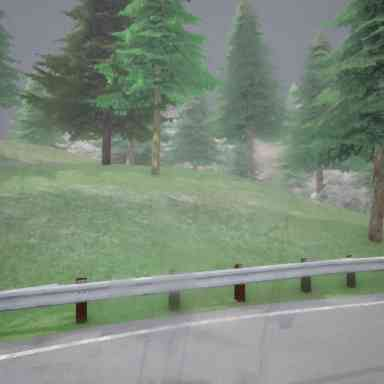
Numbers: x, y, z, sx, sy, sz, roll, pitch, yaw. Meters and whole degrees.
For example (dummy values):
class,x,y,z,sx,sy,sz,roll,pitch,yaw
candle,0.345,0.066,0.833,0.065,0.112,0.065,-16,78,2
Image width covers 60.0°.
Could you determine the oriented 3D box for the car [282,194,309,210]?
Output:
class,x,y,z,sx,sy,sz,roll,pitch,yaw
car,13.190,1.239,43.419,2.150,2.045,5.566,0,0,-23
